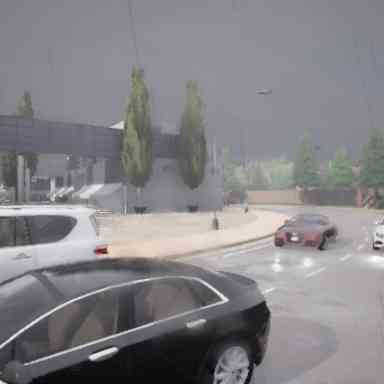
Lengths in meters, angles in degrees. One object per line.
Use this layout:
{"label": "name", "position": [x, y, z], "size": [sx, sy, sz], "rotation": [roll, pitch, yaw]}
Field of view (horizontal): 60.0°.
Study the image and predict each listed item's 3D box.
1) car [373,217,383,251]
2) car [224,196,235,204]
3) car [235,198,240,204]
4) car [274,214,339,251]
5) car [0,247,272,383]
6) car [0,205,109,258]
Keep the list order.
{"label": "car", "position": [8.981, 1.660, 14.275], "size": [1.812, 1.442, 4.674], "rotation": [0, -1, 33]}
{"label": "car", "position": [5.000, 1.492, 62.157], "size": [2.150, 2.045, 5.566], "rotation": [0, -1, -32]}
{"label": "car", "position": [7.949, 1.810, 64.039], "size": [1.812, 1.442, 4.674], "rotation": [0, -1, -32]}
{"label": "car", "position": [5.241, 1.701, 14.971], "size": [1.994, 1.385, 4.181], "rotation": [0, -1, 34]}
{"label": "car", "position": [-1.213, 1.536, 3.431], "size": [4.892, 1.490, 1.837], "rotation": [1, -1, -38]}
{"label": "car", "position": [-4.129, 1.268, 5.495], "size": [5.566, 2.045, 2.150], "rotation": [1, -1, -36]}
